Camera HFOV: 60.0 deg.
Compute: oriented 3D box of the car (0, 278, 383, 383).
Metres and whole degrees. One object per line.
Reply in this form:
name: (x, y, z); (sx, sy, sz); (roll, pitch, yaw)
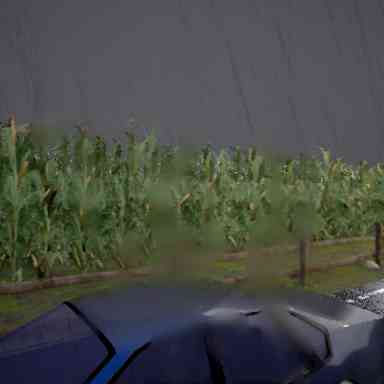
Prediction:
car: (-0.361, 1.557, 2.675); (5.357, 1.411, 2.033); (0, 0, -35)
